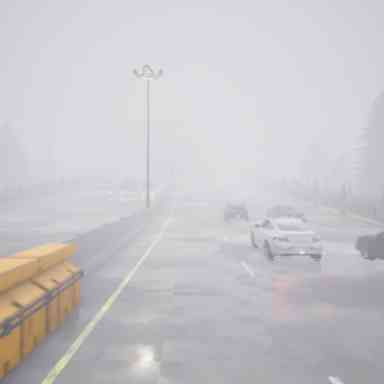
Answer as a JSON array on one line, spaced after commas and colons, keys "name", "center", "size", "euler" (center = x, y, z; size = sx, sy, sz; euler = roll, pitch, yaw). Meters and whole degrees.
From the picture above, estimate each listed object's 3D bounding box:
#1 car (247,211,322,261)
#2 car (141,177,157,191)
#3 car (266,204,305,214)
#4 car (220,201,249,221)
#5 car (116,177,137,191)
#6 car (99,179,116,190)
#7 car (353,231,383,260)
[{"name": "car", "center": [3.523, 1.695, 12.946], "size": [1.812, 1.442, 4.674], "euler": [0, 0, 0]}, {"name": "car", "center": [-7.325, -1.400, 56.619], "size": [2.150, 2.045, 5.566], "euler": [0, 6, 0]}, {"name": "car", "center": [6.927, 1.582, 24.916], "size": [2.033, 1.411, 5.357], "euler": [0, 2, 0]}, {"name": "car", "center": [3.438, 1.457, 27.092], "size": [1.837, 1.490, 4.892], "euler": [0, 3, 0]}, {"name": "car", "center": [-10.821, -1.402, 56.608], "size": [2.150, 2.045, 5.566], "euler": [0, 6, 0]}, {"name": "car", "center": [-14.321, -1.284, 56.719], "size": [2.097, 1.767, 4.553], "euler": [0, 6, 0]}, {"name": "car", "center": [7.009, 1.683, 10.101], "size": [2.033, 1.411, 5.357], "euler": [0, -1, 0]}]
